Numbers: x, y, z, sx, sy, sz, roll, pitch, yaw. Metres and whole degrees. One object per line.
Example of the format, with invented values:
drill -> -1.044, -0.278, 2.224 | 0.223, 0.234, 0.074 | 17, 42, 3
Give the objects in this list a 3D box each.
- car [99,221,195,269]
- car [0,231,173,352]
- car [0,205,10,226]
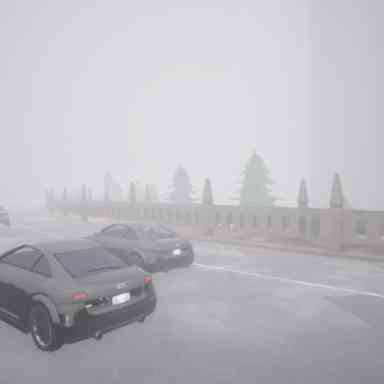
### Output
car -> -1.922, 1.596, 10.321 | 4.181, 1.385, 1.994 | 0, 0, 41
car -> -2.625, 1.583, 6.311 | 4.181, 1.385, 1.994 | 0, 0, 39
car -> -14.020, 1.608, 23.241 | 2.033, 1.411, 5.357 | 0, 0, -36
